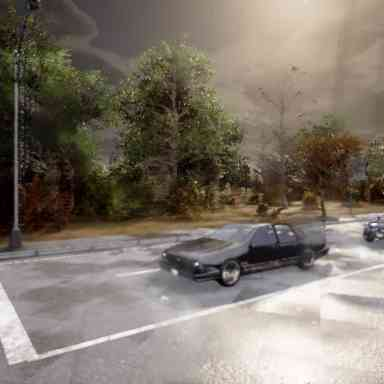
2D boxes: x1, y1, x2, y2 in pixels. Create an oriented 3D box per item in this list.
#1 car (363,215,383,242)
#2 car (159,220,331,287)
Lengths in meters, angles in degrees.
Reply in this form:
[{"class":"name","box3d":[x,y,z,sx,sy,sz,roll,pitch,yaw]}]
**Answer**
[{"class":"car","box3d":[9.682,1.514,15.118,4.674,1.442,1.812,0,0,-35]},{"class":"car","box3d":[1.761,1.546,9.530,5.357,1.411,2.033,0,0,-35]}]
